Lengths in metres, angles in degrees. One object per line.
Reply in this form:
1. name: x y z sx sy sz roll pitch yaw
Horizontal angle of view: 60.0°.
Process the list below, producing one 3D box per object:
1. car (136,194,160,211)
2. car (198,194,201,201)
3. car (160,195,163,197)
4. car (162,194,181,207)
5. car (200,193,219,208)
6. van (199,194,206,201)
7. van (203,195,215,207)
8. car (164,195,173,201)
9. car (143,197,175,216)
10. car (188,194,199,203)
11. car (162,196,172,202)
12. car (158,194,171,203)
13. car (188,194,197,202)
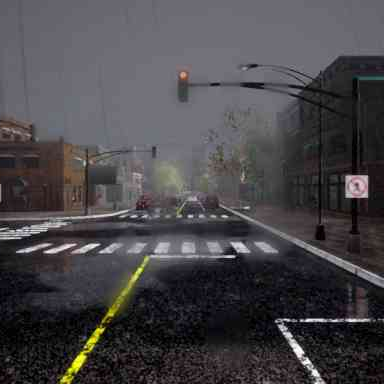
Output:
1. car: -5.674 1.306 41.386 2.192 1.841 5.009 -1 0 0
2. car: 2.719 1.536 63.559 2.008 1.369 4.403 -1 0 0
3. car: -5.670 1.534 46.930 1.887 1.381 4.507 -1 0 0
4. car: -3.073 1.466 49.685 1.882 1.535 5.008 0 0 0
5. car: 2.709 1.304 46.927 2.192 1.841 5.009 -1 0 0
6. van: 2.728 1.319 85.735 1.690 1.788 3.998 -1 0 0
7. van: 2.712 1.329 52.471 1.690 1.788 3.998 -1 0 0
8. car: -5.654 1.525 80.195 1.887 1.381 4.507 -1 0 0
9. car: -3.082 1.488 32.315 2.128 1.511 4.902 0 0 0
10. car: 0.131 1.509 69.111 1.812 1.442 4.674 0 0 0
11. car: -5.656 1.548 74.650 1.947 1.339 4.313 -1 0 0
12. car: -5.661 1.298 69.107 2.192 1.841 5.009 -1 0 0
13. car: 0.039 1.335 79.249 2.097 1.767 4.553 0 0 0
